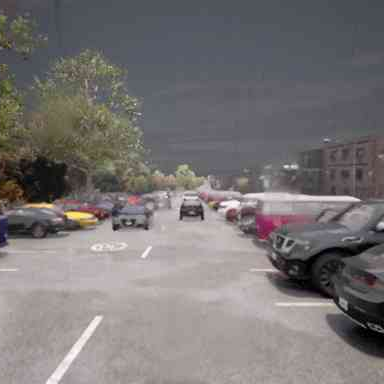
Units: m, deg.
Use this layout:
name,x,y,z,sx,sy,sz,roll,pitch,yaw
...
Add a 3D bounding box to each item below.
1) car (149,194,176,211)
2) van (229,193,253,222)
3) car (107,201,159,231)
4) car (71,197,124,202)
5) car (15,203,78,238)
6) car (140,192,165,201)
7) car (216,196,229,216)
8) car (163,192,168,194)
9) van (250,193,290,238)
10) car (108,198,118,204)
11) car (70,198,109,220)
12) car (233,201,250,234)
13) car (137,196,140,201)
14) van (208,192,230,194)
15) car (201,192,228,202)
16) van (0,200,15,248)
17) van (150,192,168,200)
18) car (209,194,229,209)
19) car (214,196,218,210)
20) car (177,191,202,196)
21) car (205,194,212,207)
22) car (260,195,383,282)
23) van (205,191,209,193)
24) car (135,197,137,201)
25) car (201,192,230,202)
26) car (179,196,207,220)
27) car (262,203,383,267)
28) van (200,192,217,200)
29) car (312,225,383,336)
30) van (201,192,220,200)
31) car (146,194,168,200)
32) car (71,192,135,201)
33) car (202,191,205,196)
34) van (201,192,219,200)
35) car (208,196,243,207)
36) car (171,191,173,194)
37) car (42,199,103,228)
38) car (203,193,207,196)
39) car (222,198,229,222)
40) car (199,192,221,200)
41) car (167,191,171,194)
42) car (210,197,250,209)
name,x,y,z,sx,sy,sz,roll,pitch,yaw
car,-3.333,1.317,38.644,2.128,1.511,4.902,0,0,0
van,4.611,1.143,19.119,4.442,1.987,1.878,0,0,0
car,-3.337,1.453,19.552,1.994,1.385,4.181,0,0,0
car,-8.397,1.365,27.352,4.792,1.488,2.163,0,0,0
car,-8.346,1.423,16.211,4.674,1.452,2.002,0,0,0
car,-8.451,1.274,66.375,4.892,1.521,2.231,0,0,0
car,4.715,1.334,27.534,4.892,1.521,2.231,0,0,0
car,-8.265,1.267,69.152,5.366,1.575,1.946,0,0,0
van,4.852,1.168,13.512,4.442,1.987,1.878,0,0,0
car,-8.334,1.377,24.567,4.792,1.488,2.163,0,0,0
car,-8.352,1.359,21.782,5.008,1.535,2.097,0,0,0
car,4.737,1.382,16.317,4.892,1.521,2.231,0,0,0
car,-8.382,1.350,35.583,4.674,1.452,2.002,0,0,0
van,4.795,1.070,44.346,4.442,1.987,1.878,0,0,0
car,4.657,1.016,69.575,5.566,2.045,2.435,0,0,0
van,-8.457,1.182,10.638,4.442,1.987,1.878,0,0,0
van,-8.600,1.025,85.805,4.442,1.987,1.878,0,0,0
car,4.700,1.307,35.940,5.008,1.535,2.097,0,0,0
car,4.735,1.352,30.332,4.792,1.488,2.163,0,0,0
car,-0.425,1.039,44.044,2.150,2.045,5.566,0,0,-6
car,4.503,1.300,38.739,5.366,1.575,1.946,0,0,0
car,4.713,1.170,7.907,5.566,2.045,2.435,0,0,0
van,4.773,1.058,55.559,4.442,1.987,1.878,0,0,0
car,-8.374,1.317,32.922,5.008,1.535,2.097,0,0,0
car,4.662,1.019,66.772,5.566,2.045,2.435,0,0,0
car,0.005,1.334,26.757,1.882,1.535,5.008,0,1,0
car,4.771,1.280,10.708,4.553,1.767,2.185,0,0,0
van,4.474,1.019,89.196,4.442,1.987,1.878,0,0,0
car,4.737,1.438,5.103,4.892,1.521,2.231,0,0,0
van,4.490,1.029,80.788,4.442,1.987,1.878,0,0,0
car,-8.663,1.251,83.031,5.366,1.575,1.946,0,0,0
car,-8.346,1.074,30.135,5.566,2.045,2.435,0,0,0
car,4.676,1.151,61.166,4.553,1.767,2.185,0,0,0
van,4.485,1.026,83.592,4.442,1.987,1.878,0,0,0
car,4.702,1.323,47.150,4.792,1.488,2.163,0,0,0
car,-8.517,0.996,88.581,5.566,2.045,2.435,0,0,0
car,-8.167,1.368,18.996,5.366,1.575,1.946,0,0,0
car,4.667,1.286,52.756,5.008,1.535,2.097,0,0,0
car,4.727,1.357,21.923,5.008,1.535,2.097,0,0,0
car,4.624,0.997,86.396,5.566,2.045,2.435,0,0,0
car,-8.501,1.006,80.255,5.566,2.045,2.435,0,0,0
car,4.654,1.329,41.543,4.792,1.488,2.163,0,0,0
